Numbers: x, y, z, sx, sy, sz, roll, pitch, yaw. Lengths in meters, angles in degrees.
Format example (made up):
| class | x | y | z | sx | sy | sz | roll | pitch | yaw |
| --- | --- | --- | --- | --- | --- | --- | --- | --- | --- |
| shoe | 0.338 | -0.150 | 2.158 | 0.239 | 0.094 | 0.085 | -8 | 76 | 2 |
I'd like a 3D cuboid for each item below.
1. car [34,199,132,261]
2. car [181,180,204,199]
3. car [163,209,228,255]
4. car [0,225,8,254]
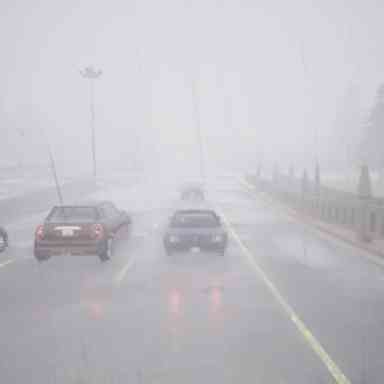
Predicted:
| class | x | y | z | sx | sy | sz | roll | pitch | yaw |
| --- | --- | --- | --- | --- | --- | --- | --- | --- | --- |
| car | -3.400 | 1.020 | 11.218 | 2.097 | 1.767 | 4.553 | 0 | 3 | 0 |
| car | 0.041 | -0.296 | 28.005 | 1.812 | 1.442 | 4.674 | 0 | 7 | 0 |
| car | 0.100 | 1.245 | 11.697 | 1.895 | 1.301 | 4.718 | 0 | 3 | 0 |
| car | -6.899 | 1.289 | 8.875 | 1.837 | 1.490 | 4.892 | 0 | 2 | 0 |
